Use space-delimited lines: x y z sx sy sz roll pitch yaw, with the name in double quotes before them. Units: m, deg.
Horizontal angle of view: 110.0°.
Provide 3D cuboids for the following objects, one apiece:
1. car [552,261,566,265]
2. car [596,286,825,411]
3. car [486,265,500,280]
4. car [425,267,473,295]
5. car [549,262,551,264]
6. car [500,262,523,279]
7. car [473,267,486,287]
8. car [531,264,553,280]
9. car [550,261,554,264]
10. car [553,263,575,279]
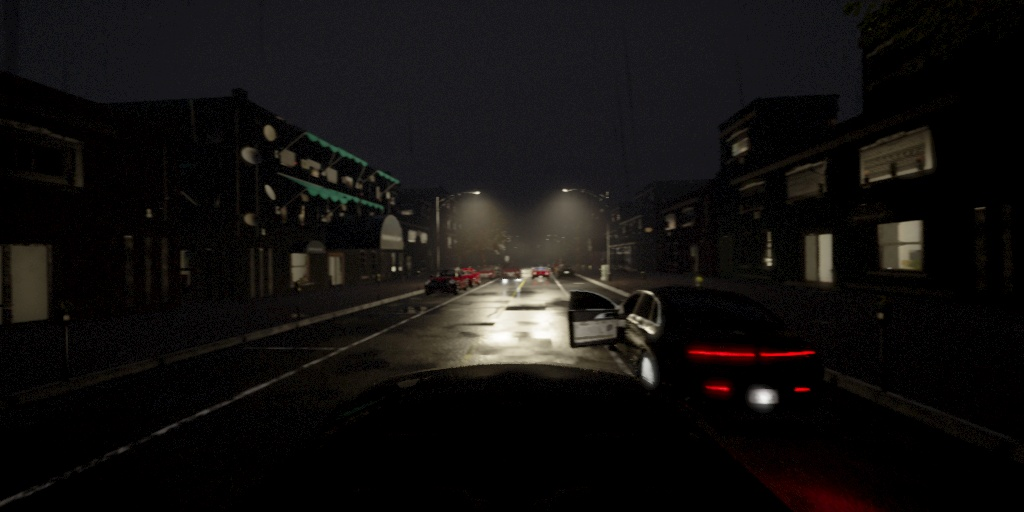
"car" 6.129 1.713 43.801 1.751 1.417 4.829 0 0 4
"car" 2.853 1.271 6.224 1.837 1.490 4.892 -1 -1 4
"car" -2.670 1.835 38.747 1.802 1.307 4.207 0 0 4
"car" -3.961 1.504 22.154 1.967 1.591 4.097 0 0 4
"car" 3.681 1.812 46.943 2.033 1.411 5.357 -1 -1 5
"car" 0.066 1.755 40.015 1.812 1.442 4.674 -1 -1 5
"car" -3.530 1.672 27.685 1.888 1.381 4.507 0 0 4
"car" 2.968 1.750 36.970 1.895 1.301 4.718 -1 -1 5
"car" 6.546 1.565 49.164 2.192 1.841 5.009 0 0 4
"car" 5.685 1.690 38.101 1.948 1.339 4.313 0 0 4
